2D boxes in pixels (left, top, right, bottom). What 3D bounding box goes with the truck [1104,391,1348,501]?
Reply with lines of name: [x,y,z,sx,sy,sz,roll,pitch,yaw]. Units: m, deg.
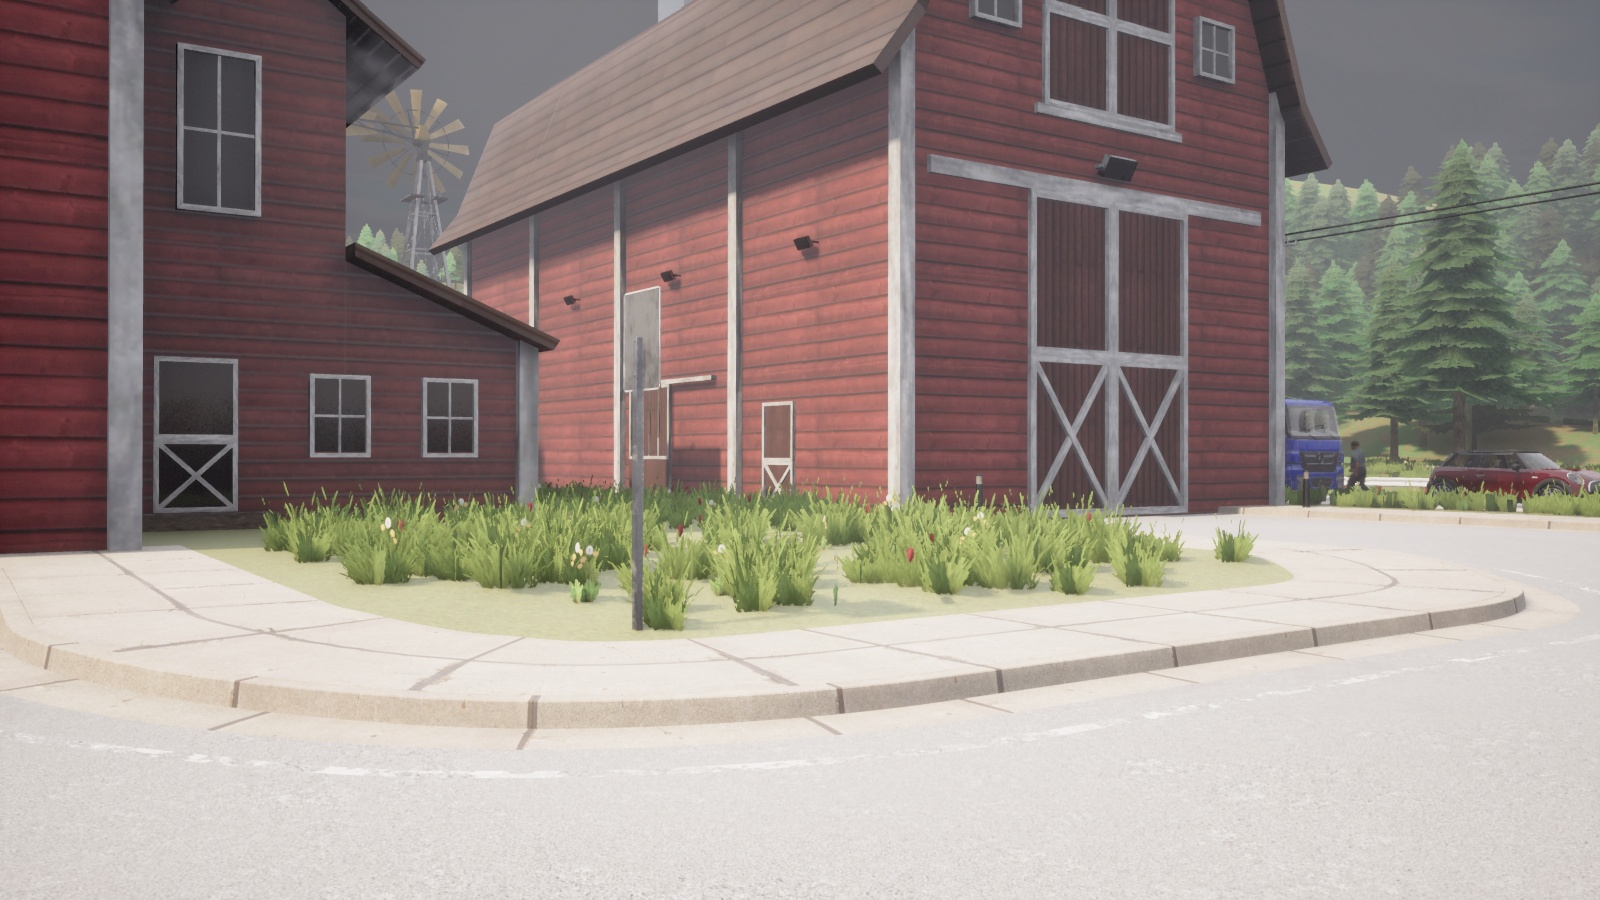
truck: [14.570,-0.108,43.665,2.891,3.462,7.936,0,0,-34]

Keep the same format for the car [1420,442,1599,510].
car: [20.188,0.691,35.237,2.097,1.767,4.553,0,0,-34]

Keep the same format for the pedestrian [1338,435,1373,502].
pedestrian: [15.472,0.500,34.971,0.540,1.848,0.694,0,0,-34]
